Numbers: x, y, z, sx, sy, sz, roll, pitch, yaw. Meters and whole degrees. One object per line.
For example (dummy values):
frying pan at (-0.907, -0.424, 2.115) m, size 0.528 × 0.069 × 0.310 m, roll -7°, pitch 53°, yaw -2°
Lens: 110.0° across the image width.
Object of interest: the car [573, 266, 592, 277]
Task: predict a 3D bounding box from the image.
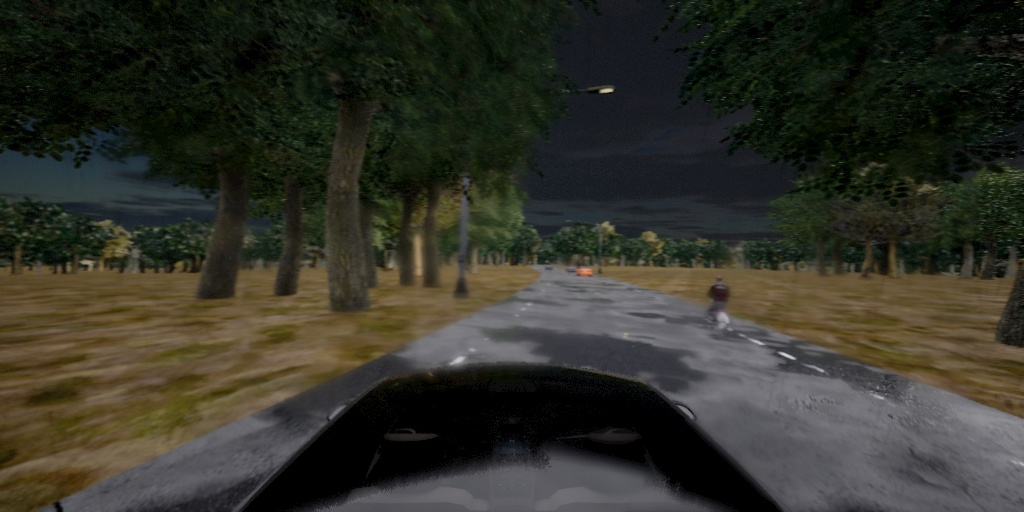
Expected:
car at (11.505, 2.348, 57.715) m, size 2.097 × 1.767 × 4.553 m, roll 2°, pitch -1°, yaw 5°

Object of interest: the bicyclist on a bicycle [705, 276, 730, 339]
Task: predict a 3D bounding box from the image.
bicyclist on a bicycle at (6.052, 1.464, 10.640) m, size 0.659 × 1.776 × 1.843 m, roll 2°, pitch 0°, yaw 11°
